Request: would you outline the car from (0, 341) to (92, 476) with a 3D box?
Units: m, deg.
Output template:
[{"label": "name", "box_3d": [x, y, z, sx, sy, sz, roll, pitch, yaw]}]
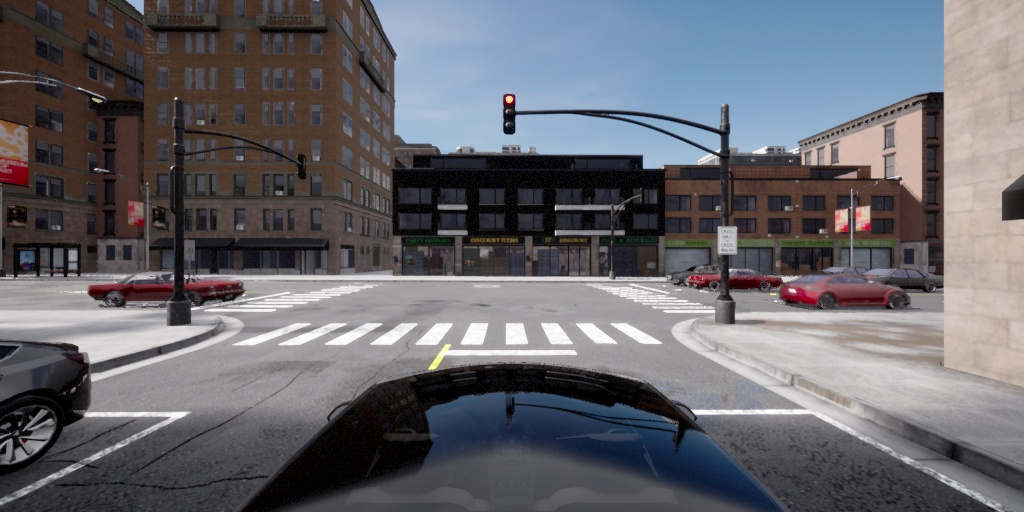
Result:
[{"label": "car", "box_3d": [-5.388, 1.316, 2.073, 1.948, 1.339, 4.313, 0, 0, -1]}]

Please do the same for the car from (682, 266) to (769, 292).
[{"label": "car", "box_3d": [13.071, 1.424, 21.323, 4.718, 1.301, 1.895, 0, 0, -1]}]

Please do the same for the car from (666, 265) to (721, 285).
[{"label": "car", "box_3d": [13.161, 1.329, 24.573, 4.892, 1.490, 1.837, 0, 0, -1]}]

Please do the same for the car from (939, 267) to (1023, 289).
[{"label": "car", "box_3d": [32.829, 1.492, 24.831, 4.181, 1.385, 1.994, 0, 0, -1]}]

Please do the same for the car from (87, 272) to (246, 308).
[{"label": "car", "box_3d": [-13.483, 1.293, 14.261, 4.718, 1.301, 1.895, 0, 0, -1]}]

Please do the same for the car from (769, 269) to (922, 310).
[{"label": "car", "box_3d": [13.413, 1.389, 14.623, 4.181, 1.385, 1.994, 0, 0, -1]}]

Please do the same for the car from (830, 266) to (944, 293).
[{"label": "car", "box_3d": [22.718, 1.421, 21.451, 5.357, 1.411, 2.033, 0, 0, -1]}]
